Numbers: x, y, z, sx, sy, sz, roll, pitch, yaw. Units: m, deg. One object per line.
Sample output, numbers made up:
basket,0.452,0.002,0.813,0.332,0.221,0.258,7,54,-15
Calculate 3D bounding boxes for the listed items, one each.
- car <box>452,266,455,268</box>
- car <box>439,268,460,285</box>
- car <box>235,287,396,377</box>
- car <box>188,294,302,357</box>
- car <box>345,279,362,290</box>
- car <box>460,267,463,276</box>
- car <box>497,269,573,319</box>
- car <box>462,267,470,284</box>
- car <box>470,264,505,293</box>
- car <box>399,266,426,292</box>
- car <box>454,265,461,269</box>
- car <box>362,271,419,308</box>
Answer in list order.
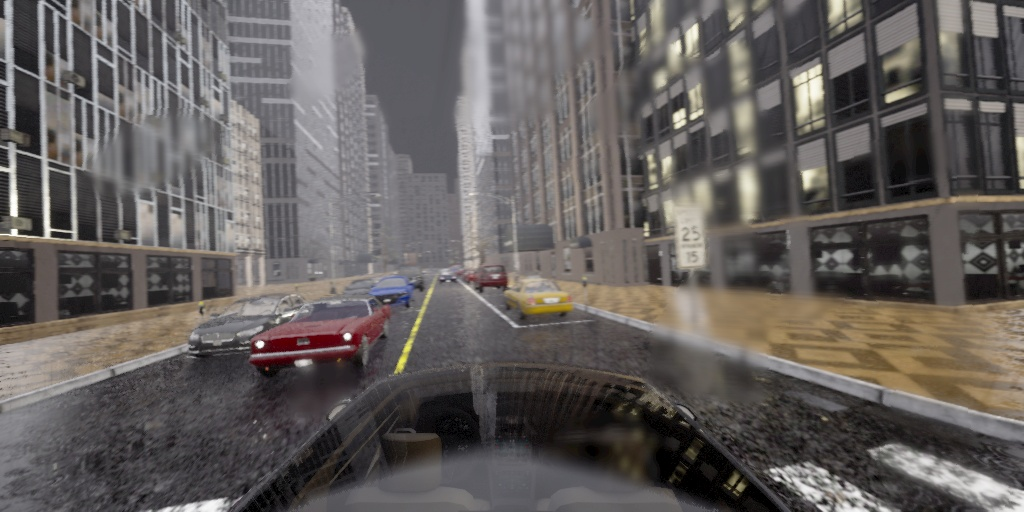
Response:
car,-9.405,2.586,51.246,1.812,1.442,4.674,-3,-1,-11
car,-6.923,2.320,38.745,1.895,1.301,4.718,-3,-1,-11
car,-4.147,1.661,8.565,1.895,1.301,4.718,-3,-1,-11
car,-7.051,1.798,10.233,2.007,1.370,4.403,0,0,-11
car,-9.677,2.178,23.373,1.948,1.339,4.313,0,0,-11
car,-4.759,2.233,41.645,1.802,1.307,4.207,0,0,-11
car,0.803,1.393,13.324,1.751,1.417,4.829,0,0,-11
car,-3.664,2.044,36.113,1.888,1.381,4.507,0,0,-11
car,-1.477,1.509,25.049,2.192,1.841,5.009,0,0,-11
car,-8.263,1.855,29.338,2.150,2.045,5.566,-3,-1,-11
car,-8.041,2.649,58.243,1.888,1.381,4.507,0,0,-11
car,-6.178,1.822,18.814,1.882,1.535,5.008,-3,-1,-11
